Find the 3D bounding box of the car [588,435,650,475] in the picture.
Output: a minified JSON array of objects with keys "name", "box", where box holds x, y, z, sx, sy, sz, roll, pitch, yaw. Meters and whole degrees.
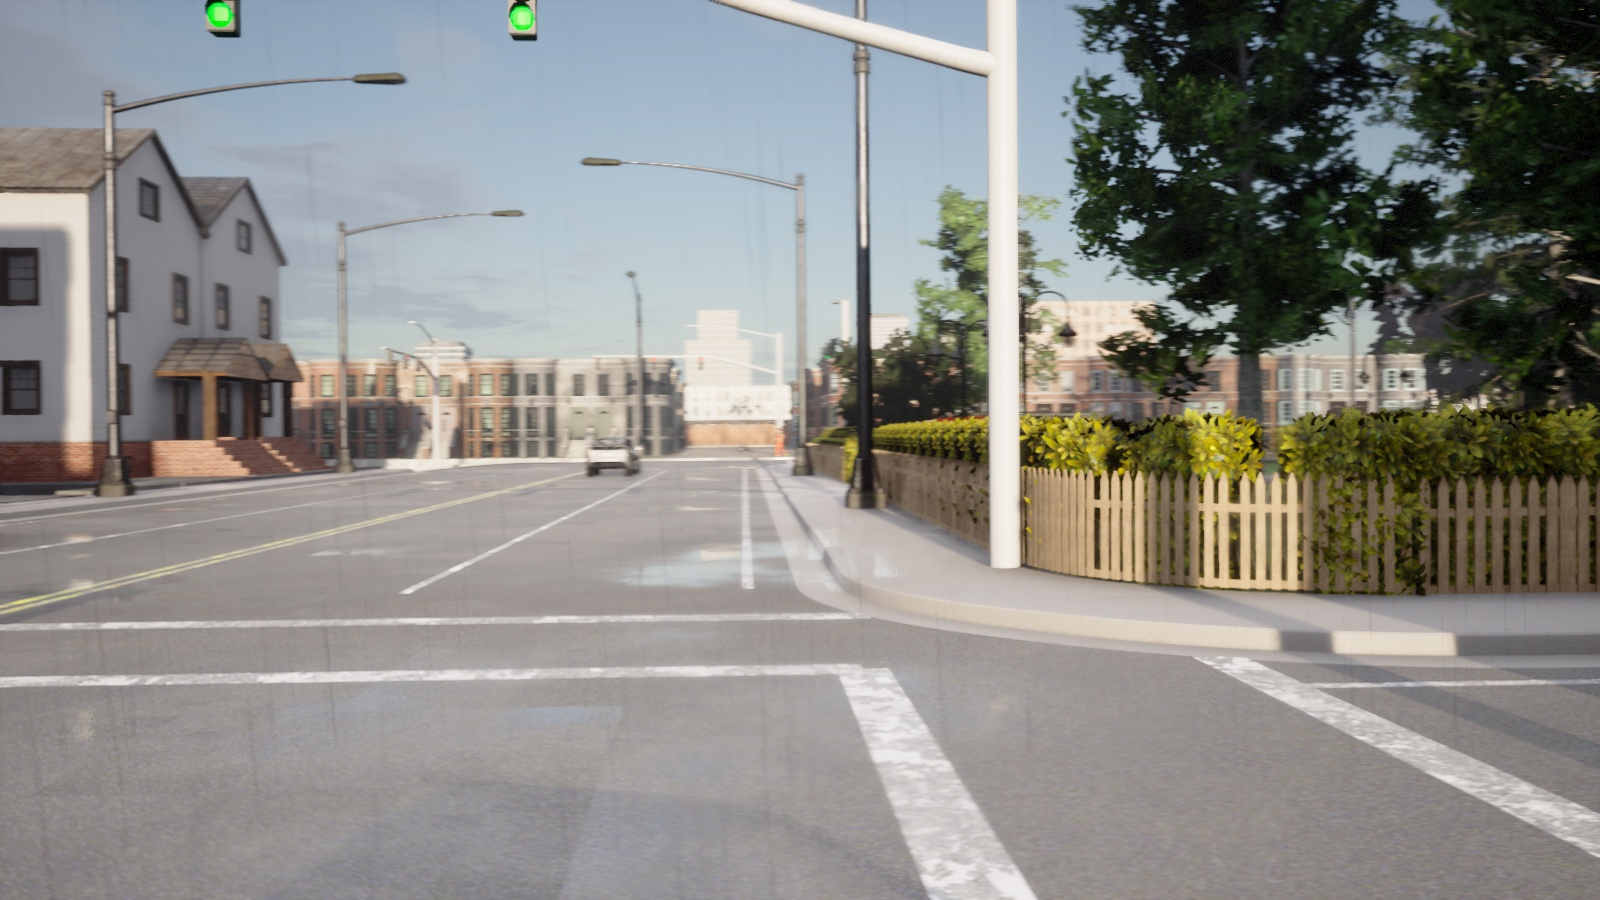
[{"name":"car","box":[-7.180,0.159,50.203,2.007,1.525,4.514,0,1,-2]}]
